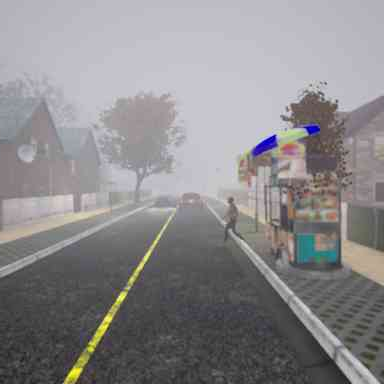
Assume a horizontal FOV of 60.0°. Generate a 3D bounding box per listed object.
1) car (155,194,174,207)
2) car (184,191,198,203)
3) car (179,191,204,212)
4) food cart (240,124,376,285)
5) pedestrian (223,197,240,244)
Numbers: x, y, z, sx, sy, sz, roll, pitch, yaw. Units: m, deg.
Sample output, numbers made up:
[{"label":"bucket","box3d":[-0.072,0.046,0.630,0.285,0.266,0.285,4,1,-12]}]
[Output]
[{"label":"car","box3d":[-3.037,0.914,37.051,1.895,1.301,4.718,0,1,0]},{"label":"car","box3d":[-0.153,0.678,45.747,1.837,1.490,4.892,0,-1,0]},{"label":"car","box3d":[-0.071,0.789,29.494,2.097,1.767,4.553,0,1,0]},{"label":"food cart","box3d":[2.931,0.267,9.735,2.280,3.560,4.660,-1,0,0]},{"label":"pedestrian","box3d":[1.473,1.042,12.542,0.375,1.860,0.375,1,0,-1]}]
